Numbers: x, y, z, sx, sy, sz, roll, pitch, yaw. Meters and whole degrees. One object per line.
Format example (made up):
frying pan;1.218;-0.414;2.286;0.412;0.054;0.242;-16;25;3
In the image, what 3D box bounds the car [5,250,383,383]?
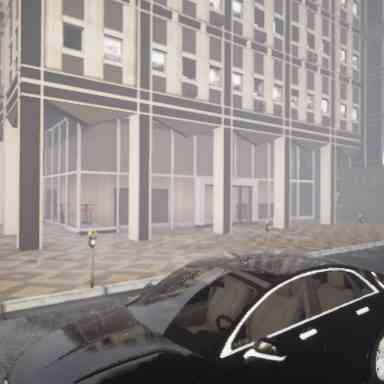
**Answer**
car;0.617;1.524;3.806;4.892;1.490;1.837;0;0;-35
